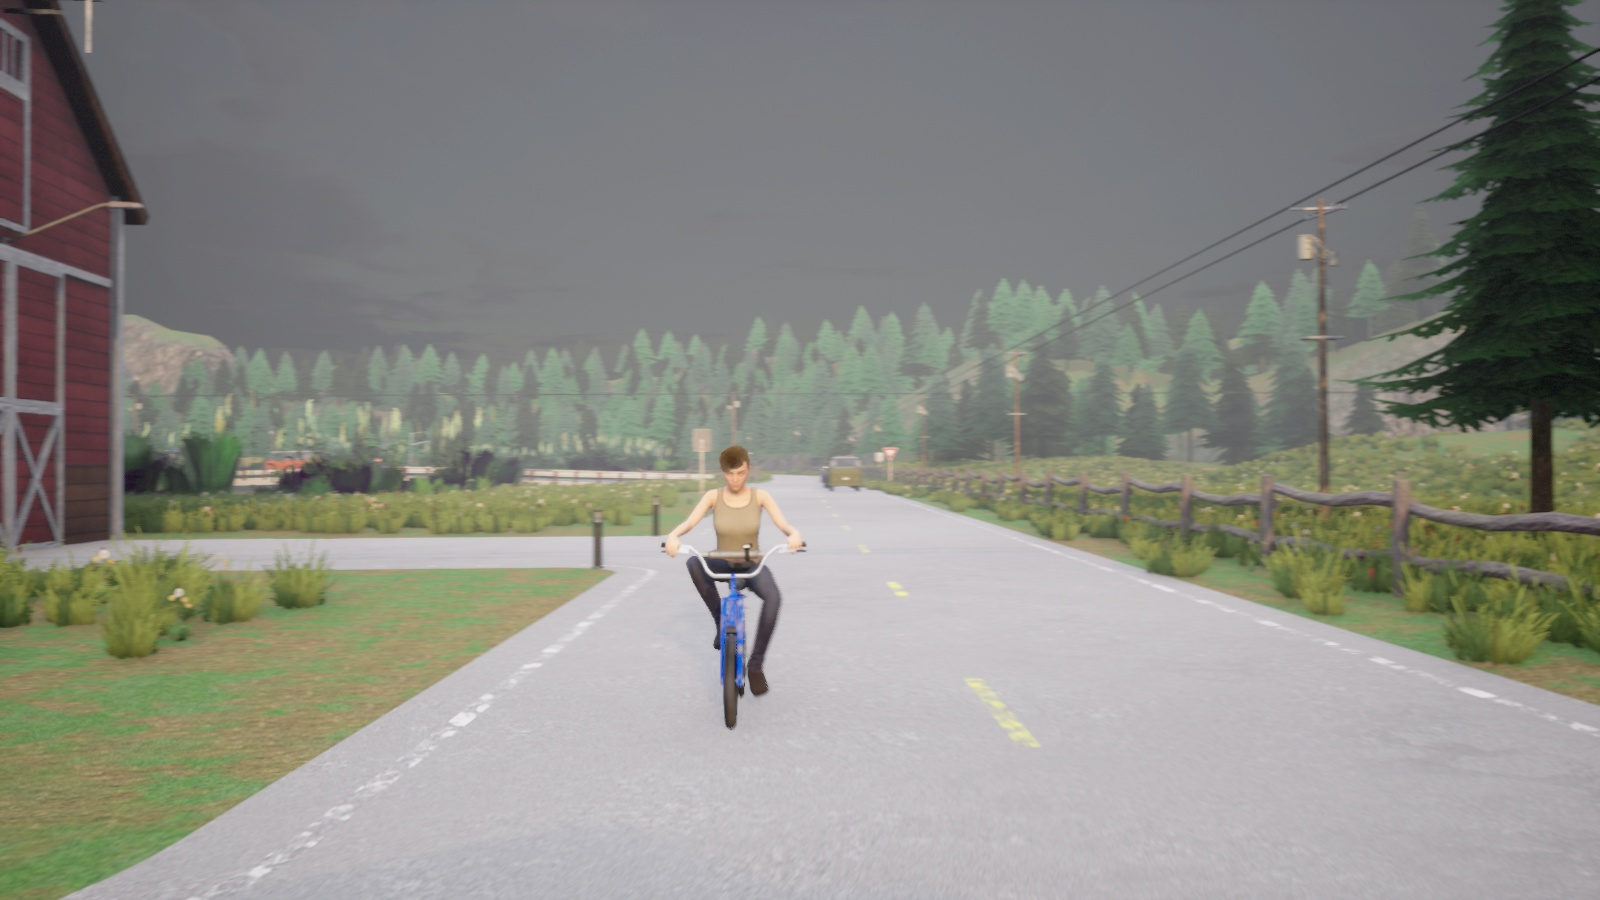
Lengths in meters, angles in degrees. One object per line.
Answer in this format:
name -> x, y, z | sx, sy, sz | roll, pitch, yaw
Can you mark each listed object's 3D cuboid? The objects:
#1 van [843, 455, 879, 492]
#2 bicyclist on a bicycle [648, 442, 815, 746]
van -> 3.375, 1.286, 70.200 | 1.775, 1.987, 4.442 | 0, -1, 1
bicyclist on a bicycle -> -0.359, 0.774, 7.450 | 0.866, 1.612, 1.509 | 0, -1, 1
